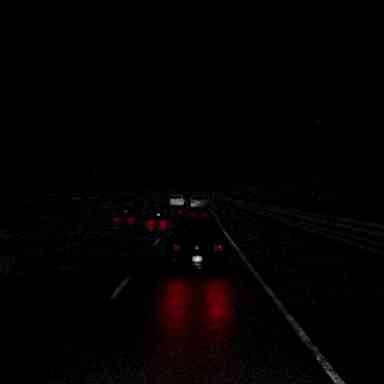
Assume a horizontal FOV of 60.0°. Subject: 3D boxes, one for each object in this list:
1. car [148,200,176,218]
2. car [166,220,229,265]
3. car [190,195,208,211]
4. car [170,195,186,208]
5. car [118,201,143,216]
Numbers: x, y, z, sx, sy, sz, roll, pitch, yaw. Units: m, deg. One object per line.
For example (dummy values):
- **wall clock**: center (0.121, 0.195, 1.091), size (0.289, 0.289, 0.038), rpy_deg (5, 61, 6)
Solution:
- **car**: center (-2.934, 1.740, 31.824), size (1.895, 1.301, 4.718), rpy_deg (0, 0, 2)
- **car**: center (0.181, 1.666, 11.902), size (1.895, 1.301, 4.718), rpy_deg (0, 0, 1)
- **car**: center (0.961, 1.392, 43.919), size (2.150, 2.045, 5.566), rpy_deg (0, 0, 2)
- **car**: center (-2.220, 1.406, 51.406), size (2.150, 2.045, 5.566), rpy_deg (0, 0, 3)
- **car**: center (-6.354, 1.673, 34.534), size (1.812, 1.442, 4.674), rpy_deg (0, 0, 2)
